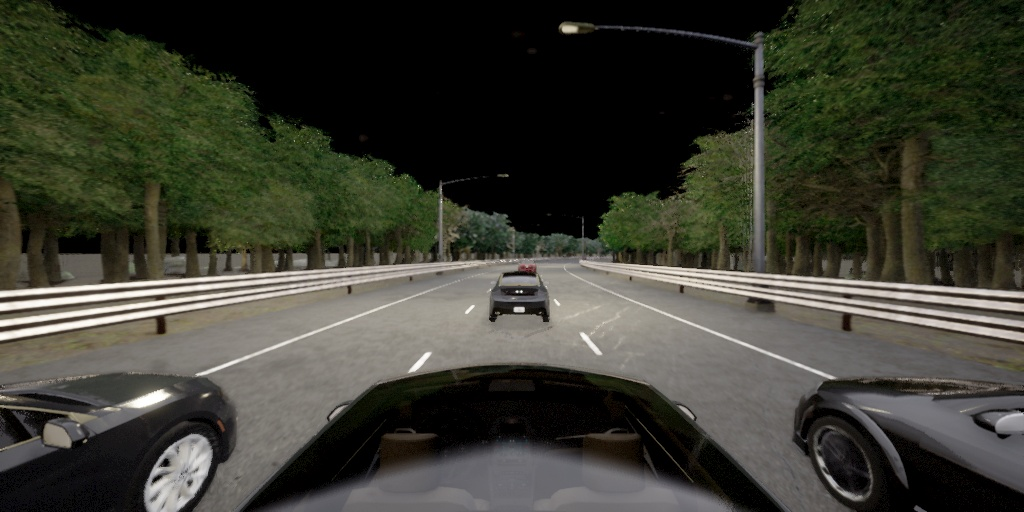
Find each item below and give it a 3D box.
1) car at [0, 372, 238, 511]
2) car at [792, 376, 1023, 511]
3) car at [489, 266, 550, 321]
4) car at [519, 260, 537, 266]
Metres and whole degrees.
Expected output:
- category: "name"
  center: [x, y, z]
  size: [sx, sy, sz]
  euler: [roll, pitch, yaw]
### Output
- category: "car"
  center: [-3.376, 1.252, 1.214]
  size: [1.837, 1.490, 4.892]
  euler: [0, 0, 0]
- category: "car"
  center: [3.629, 1.318, 1.632]
  size: [1.994, 1.385, 4.181]
  euler: [0, 0, 0]
- category: "car"
  center: [0.270, 1.277, 12.561]
  size: [1.837, 1.490, 4.892]
  euler: [0, 0, 2]
- category: "car"
  center: [1.866, 1.222, 42.414]
  size: [2.097, 1.767, 4.553]
  euler: [0, 0, 5]
